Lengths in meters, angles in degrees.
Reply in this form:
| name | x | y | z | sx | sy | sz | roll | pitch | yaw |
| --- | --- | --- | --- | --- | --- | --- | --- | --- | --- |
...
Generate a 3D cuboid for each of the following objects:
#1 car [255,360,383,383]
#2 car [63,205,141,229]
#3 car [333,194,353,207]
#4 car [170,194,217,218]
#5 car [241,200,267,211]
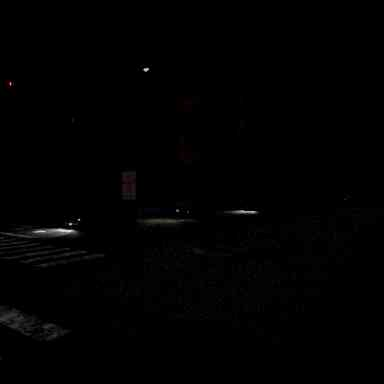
| name | x | y | z | sx | sy | sz | roll | pitch | yaw |
| --- | --- | --- | --- | --- | --- | --- | --- | --- | --- |
| car | 2.143 | 1.551 | 1.314 | 4.403 | 1.369 | 2.008 | 0 | 0 | 36 |
| car | -5.836 | 1.568 | 22.358 | 2.033 | 1.411 | 5.357 | 0 | 0 | 35 |
| car | 24.020 | 1.347 | 52.927 | 2.150 | 2.045 | 5.566 | 0 | 0 | 35 |
| car | 0.300 | 1.258 | 31.030 | 2.150 | 2.045 | 5.566 | 0 | 0 | 34 |
| car | 7.777 | 1.631 | 41.538 | 1.994 | 1.385 | 4.181 | 0 | 0 | 36 |
